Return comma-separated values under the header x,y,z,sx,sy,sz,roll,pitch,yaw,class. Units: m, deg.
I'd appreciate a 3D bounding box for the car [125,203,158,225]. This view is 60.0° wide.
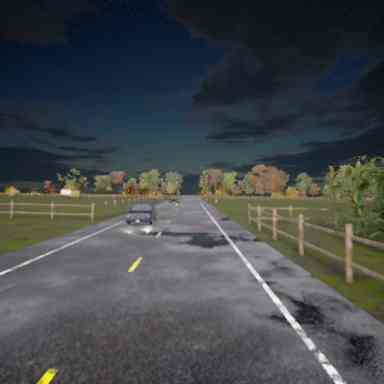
x,y,z,sx,sy,sz,roll,pitch,yaw,class
-3.603,1.555,24.702,2.033,1.411,5.357,0,0,0,car

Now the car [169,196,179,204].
x,y,z,sx,sy,sz,roll,pitch,yaw,class
-3.520,1.579,65.267,2.033,1.411,5.357,0,0,0,car
